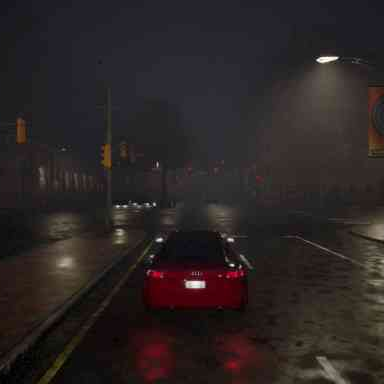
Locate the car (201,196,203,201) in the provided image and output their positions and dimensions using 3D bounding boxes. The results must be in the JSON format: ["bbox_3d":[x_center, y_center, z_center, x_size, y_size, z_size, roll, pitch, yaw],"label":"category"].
[{"bbox_3d":[3.450,1.524,87.539,1.812,1.442,4.674,0,0,0],"label":"car"}]

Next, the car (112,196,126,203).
[{"bbox_3d":[-14.789,1.595,67.840,1.895,1.301,4.718,0,0,0],"label":"car"}]

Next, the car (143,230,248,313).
[{"bbox_3d":[0.070,1.564,7.736,1.994,1.385,4.181,0,0,0],"label":"car"}]

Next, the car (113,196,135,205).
[{"bbox_3d":[-11.615,1.564,56.884,1.994,1.385,4.181,0,0,0],"label":"car"}]

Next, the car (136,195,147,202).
[{"bbox_3d":[-11.544,1.478,76.597,1.882,1.535,5.008,0,0,0],"label":"car"}]

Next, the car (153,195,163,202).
[{"bbox_3d":[-8.045,1.500,78.602,1.837,1.490,4.892,0,0,0],"label":"car"}]

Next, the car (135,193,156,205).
[{"bbox_3d":[-8.114,1.221,58.599,2.150,2.045,5.566,0,0,0],"label":"car"}]

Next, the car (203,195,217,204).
[{"bbox_3d":[3.552,1.564,62.272,1.994,1.385,4.181,0,0,0],"label":"car"}]

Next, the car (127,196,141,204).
[{"bbox_3d":[-11.565,1.564,66.178,1.994,1.385,4.181,0,0,0],"label":"car"}]

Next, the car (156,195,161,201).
[{"bbox_3d":[-8.044,1.601,68.399,1.895,1.301,4.718,0,0,0],"label":"car"}]
